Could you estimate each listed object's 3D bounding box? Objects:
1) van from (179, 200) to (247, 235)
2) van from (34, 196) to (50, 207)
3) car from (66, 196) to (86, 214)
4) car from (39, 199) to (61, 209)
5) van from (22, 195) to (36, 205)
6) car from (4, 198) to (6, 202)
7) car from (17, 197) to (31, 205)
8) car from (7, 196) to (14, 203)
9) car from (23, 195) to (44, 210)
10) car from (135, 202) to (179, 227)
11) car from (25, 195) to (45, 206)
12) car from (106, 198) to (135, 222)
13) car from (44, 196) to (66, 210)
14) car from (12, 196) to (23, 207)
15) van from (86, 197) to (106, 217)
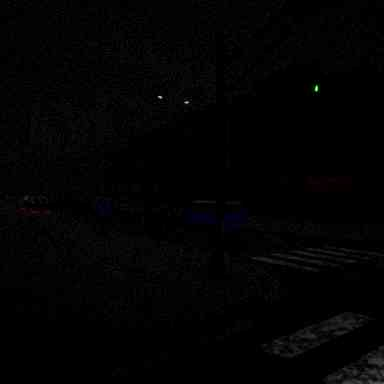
[{"bbox_3d":[1.242,1.374,18.603,1.690,1.788,3.998,0,0,-36],"label":"van"},{"bbox_3d":[-24.446,1.511,54.083,1.690,1.788,3.998,0,0,-36],"label":"van"},{"bbox_3d":[-11.602,1.413,36.340,2.192,1.841,5.009,0,0,-36],"label":"car"},{"bbox_3d":[-21.234,1.703,49.648,2.008,1.369,4.403,0,0,-36],"label":"car"},{"bbox_3d":[-30.867,1.547,62.953,1.690,1.788,3.998,0,0,-36],"label":"van"},{"bbox_3d":[-43.810,1.802,80.832,1.752,1.417,4.829,0,0,-36],"label":"car"},{"bbox_3d":[-34.177,1.749,67.526,1.752,1.417,4.829,0,0,-36],"label":"car"},{"bbox_3d":[-40.500,1.699,76.259,1.967,1.590,4.097,0,0,-36],"label":"car"},{"bbox_3d":[-21.025,1.489,45.033,2.097,1.767,4.553,0,0,-36],"label":"car"},{"bbox_3d":[-1.969,1.488,23.038,1.967,1.590,4.097,0,0,-36],"label":"car"},{"bbox_3d":[-27.657,1.503,58.518,2.192,1.841,5.009,0,0,-36],"label":"car"},{"bbox_3d":[-5.180,1.504,27.473,1.967,1.590,4.097,0,0,-36],"label":"car"},{"bbox_3d":[-18.024,1.449,45.213,2.192,1.841,5.009,0,0,-36],"label":"car"},{"bbox_3d":[-27.108,1.772,53.431,1.895,1.301,4.718,0,0,-36],"label":"car"},{"bbox_3d":[-8.391,1.422,31.908,1.690,1.788,3.998,0,0,-36],"label":"van"}]
